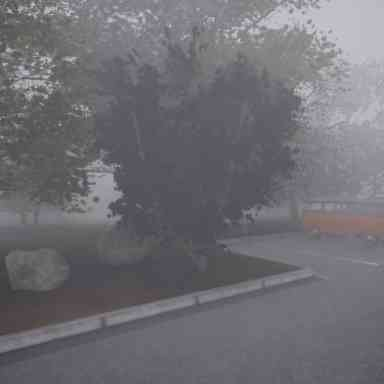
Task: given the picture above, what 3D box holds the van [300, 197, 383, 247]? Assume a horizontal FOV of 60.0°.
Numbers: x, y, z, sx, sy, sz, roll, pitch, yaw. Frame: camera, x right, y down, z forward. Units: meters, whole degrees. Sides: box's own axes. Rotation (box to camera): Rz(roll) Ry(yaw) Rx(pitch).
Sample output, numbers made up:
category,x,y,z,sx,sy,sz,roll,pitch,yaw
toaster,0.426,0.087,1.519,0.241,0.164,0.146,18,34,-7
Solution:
category,x,y,z,sx,sy,sz,roll,pitch,yaw
van,7.072,1.269,15.250,1.878,1.987,4.442,1,0,-36
